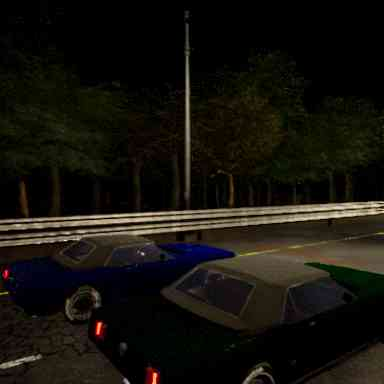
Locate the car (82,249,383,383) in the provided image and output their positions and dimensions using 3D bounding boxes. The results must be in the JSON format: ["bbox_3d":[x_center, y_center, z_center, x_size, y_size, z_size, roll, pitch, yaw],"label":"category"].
[{"bbox_3d":[1.189,1.584,4.588,4.718,1.301,1.895,0,0,-35],"label":"car"}]

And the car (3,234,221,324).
[{"bbox_3d":[-1.266,1.586,7.137,4.718,1.301,1.895,0,0,-35],"label":"car"}]
